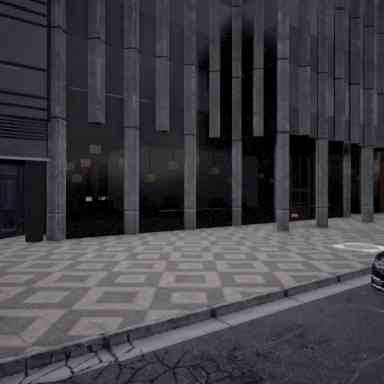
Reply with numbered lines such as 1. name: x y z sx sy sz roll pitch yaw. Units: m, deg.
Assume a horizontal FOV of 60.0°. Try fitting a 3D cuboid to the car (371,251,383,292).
1. car: 6.035 1.491 7.682 4.902 1.511 2.128 0 0 -36
